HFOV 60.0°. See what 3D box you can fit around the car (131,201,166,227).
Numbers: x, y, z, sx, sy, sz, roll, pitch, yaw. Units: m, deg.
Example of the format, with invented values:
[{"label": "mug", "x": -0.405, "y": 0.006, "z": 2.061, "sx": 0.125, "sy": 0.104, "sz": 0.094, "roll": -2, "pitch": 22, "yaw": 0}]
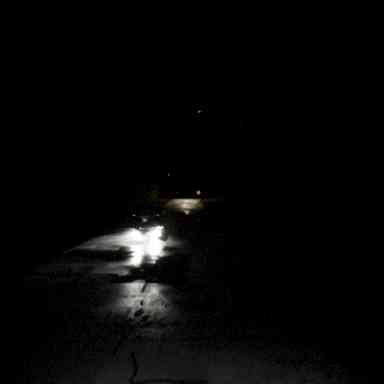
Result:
[{"label": "car", "x": -2.774, "y": 1.387, "z": 21.983, "sx": 2.128, "sy": 1.511, "sz": 4.902, "roll": 0, "pitch": 0, "yaw": 0}]
